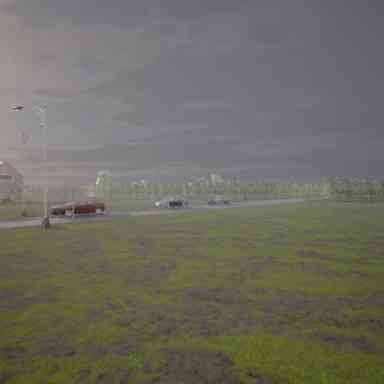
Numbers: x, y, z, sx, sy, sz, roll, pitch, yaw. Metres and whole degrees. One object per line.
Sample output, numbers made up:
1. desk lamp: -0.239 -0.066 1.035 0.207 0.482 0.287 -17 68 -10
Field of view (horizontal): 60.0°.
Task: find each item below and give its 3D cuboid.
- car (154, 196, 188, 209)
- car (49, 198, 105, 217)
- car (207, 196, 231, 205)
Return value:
1. car: -2.438 1.216 39.474 2.128 1.511 4.902 0 0 37
2. car: -10.018 1.314 29.328 1.882 1.535 5.008 0 1 37
3. car: 3.919 1.194 47.946 1.994 1.385 4.181 0 0 37
